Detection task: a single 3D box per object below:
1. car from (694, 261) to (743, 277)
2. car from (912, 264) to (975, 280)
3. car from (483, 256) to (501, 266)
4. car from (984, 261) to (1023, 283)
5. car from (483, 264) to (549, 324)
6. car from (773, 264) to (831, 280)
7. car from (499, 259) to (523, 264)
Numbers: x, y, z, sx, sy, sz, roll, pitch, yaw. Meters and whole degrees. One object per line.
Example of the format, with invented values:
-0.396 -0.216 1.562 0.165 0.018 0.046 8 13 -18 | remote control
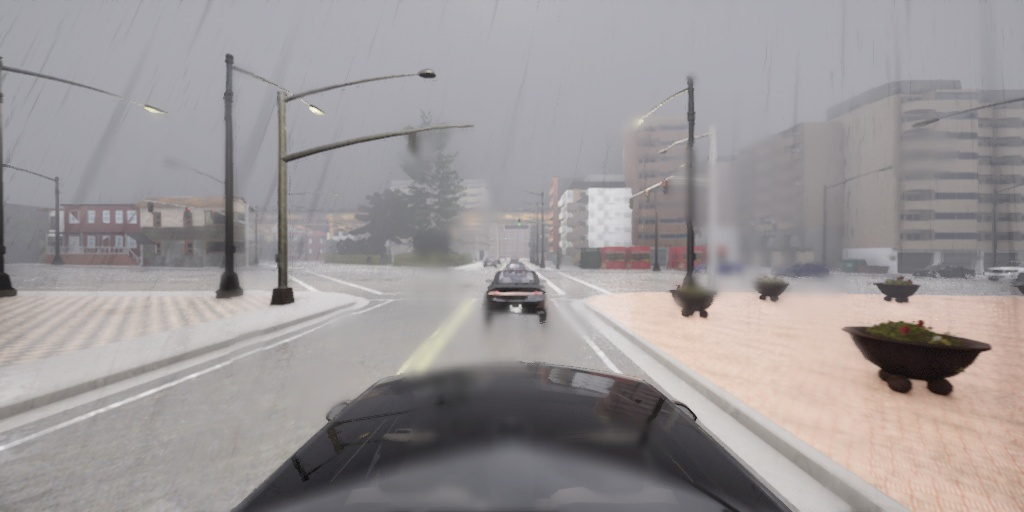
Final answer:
20.930 1.273 36.840 5.008 1.535 1.882 1 0 0 | car
44.238 1.616 36.824 5.008 1.535 1.882 1 0 0 | car
-3.274 1.011 54.185 2.128 1.511 4.902 0 0 1 | car
47.709 1.449 33.298 5.566 2.045 2.150 1 0 0 | car
0.136 1.198 11.837 2.128 1.511 4.902 0 0 0 | car
26.950 1.423 33.353 4.674 1.442 1.812 1 0 0 | car
0.254 1.206 28.906 2.033 1.411 5.357 0 0 0 | car
